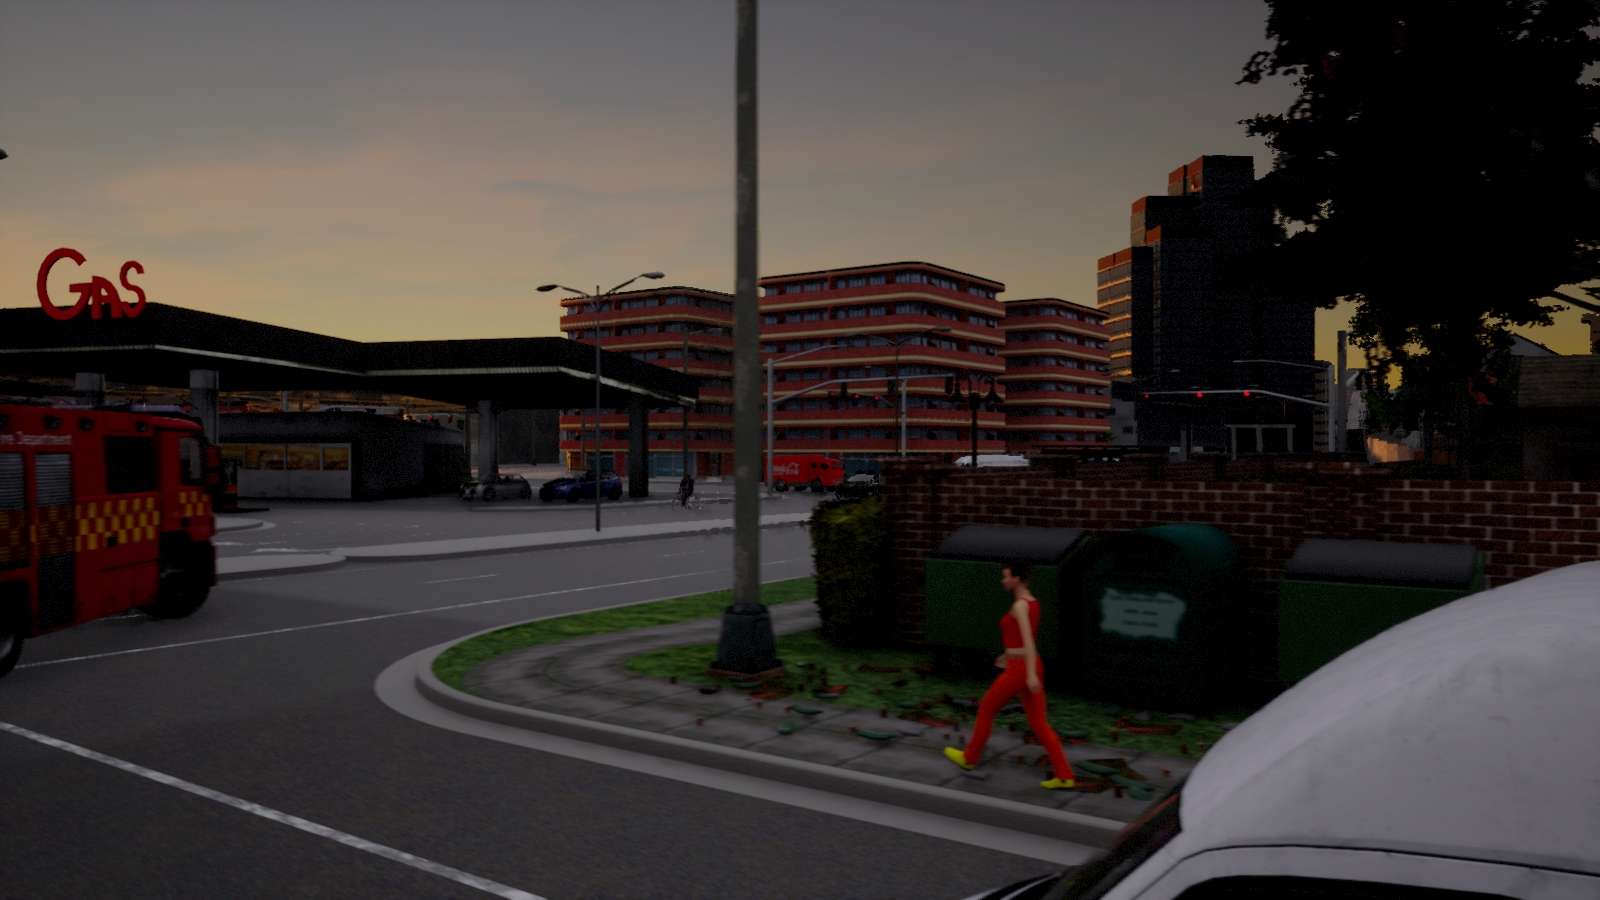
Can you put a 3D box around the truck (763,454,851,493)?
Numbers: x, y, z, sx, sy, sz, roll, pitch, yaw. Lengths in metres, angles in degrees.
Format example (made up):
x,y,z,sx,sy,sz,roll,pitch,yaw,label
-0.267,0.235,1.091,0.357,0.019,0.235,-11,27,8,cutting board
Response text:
x,y,z,sx,sy,sz,roll,pitch,yaw,label
0.434,1.571,75.729,5.204,2.467,2.627,-1,-1,34,truck

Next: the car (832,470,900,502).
x,y,z,sx,sy,sz,roll,pitch,yaw,label
3.732,1.973,64.010,2.097,1.638,5.238,0,0,24,car

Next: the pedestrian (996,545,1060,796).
x,y,z,sx,sy,sz,roll,pitch,yaw,label
1.783,1.695,8.939,0.375,1.860,0.375,0,0,34,pedestrian

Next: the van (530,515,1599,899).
x,y,z,sx,sy,sz,roll,pitch,yaw,label
2.271,1.532,2.187,5.915,2.561,1.988,0,0,35,van

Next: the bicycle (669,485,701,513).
x,y,z,sx,sy,sz,roll,pitch,yaw,label
-5.160,2.189,51.210,0.329,1.196,1.835,0,0,34,bicycle

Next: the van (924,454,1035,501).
x,y,z,sx,sy,sz,roll,pitch,yaw,label
10.114,1.527,64.469,5.915,2.561,1.988,0,-1,-19,van

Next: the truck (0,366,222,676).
x,y,z,sx,sy,sz,roll,pitch,yaw,label
-11.603,0.884,16.602,2.891,3.827,8.468,0,0,-6,truck
